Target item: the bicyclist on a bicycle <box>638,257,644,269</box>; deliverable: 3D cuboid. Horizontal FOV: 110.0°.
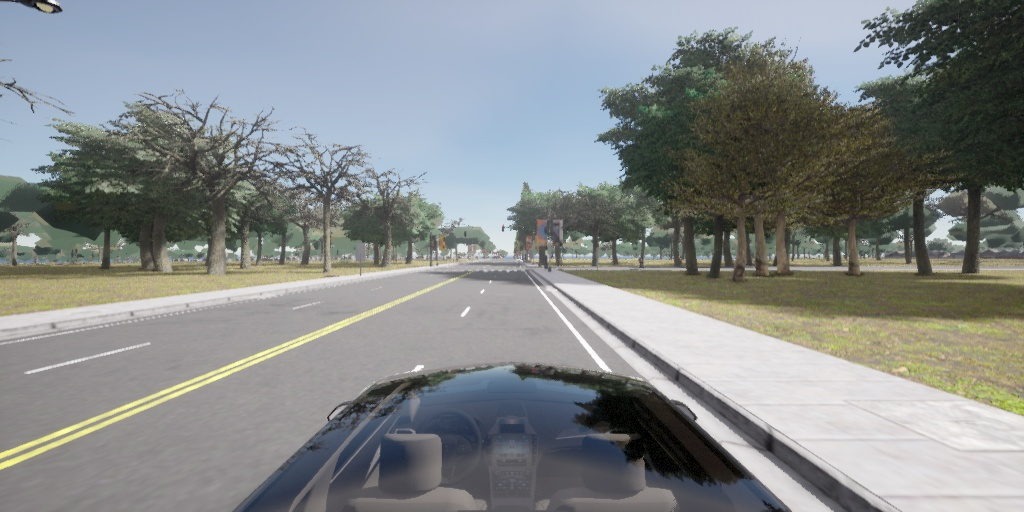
[{"bbox_3d":[18.128,1.022,50.456,0.582,1.620,1.656,0,0,0],"label":"bicyclist on a bicycle"}]
